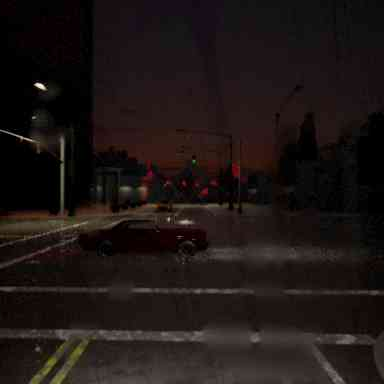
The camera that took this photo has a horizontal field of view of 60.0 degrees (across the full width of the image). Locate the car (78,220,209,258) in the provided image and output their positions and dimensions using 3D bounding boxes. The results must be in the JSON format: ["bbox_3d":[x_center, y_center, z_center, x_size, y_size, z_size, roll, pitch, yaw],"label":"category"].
[{"bbox_3d":[-1.707,1.718,12.716,4.718,1.301,1.895,0,0,0],"label":"car"}]

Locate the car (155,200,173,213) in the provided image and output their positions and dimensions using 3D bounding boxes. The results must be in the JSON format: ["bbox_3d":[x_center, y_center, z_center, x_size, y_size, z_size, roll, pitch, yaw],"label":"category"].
[{"bbox_3d":[-3.501,1.768,42.074,1.882,1.535,5.008,0,0,1],"label":"car"}]
